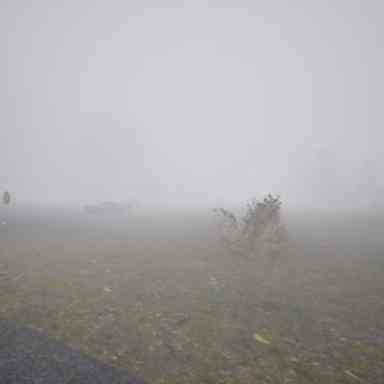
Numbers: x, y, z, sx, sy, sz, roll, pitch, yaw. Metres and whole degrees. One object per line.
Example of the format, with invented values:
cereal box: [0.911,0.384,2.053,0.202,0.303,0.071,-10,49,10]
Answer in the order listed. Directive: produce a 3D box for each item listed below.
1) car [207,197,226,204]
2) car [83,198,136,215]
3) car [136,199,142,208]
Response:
car: [5.092,1.679,68.049,2.033,1.411,5.357,0,0,34]
car: [-8.752,1.612,34.790,2.033,1.411,5.357,0,0,34]
car: [-9.171,1.640,46.755,1.837,1.490,4.892,0,2,34]
